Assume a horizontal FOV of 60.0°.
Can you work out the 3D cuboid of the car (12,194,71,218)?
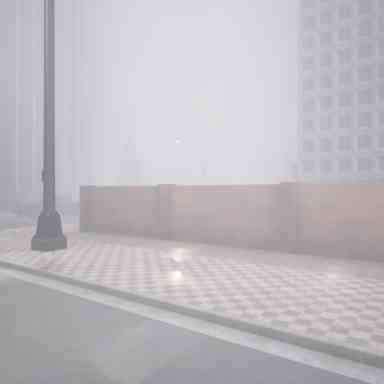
[{"bbox_3d":[-13.702,1.215,31.095,2.150,2.045,5.566,0,0,35],"label":"car"}]

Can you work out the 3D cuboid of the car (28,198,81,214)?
[{"bbox_3d":[-14.661,1.470,35.815,1.882,1.535,5.008,0,0,35],"label":"car"}]

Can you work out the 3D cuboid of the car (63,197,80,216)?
[{"bbox_3d":[-9.120,1.498,31.184,1.837,1.490,4.892,0,0,35],"label":"car"}]
